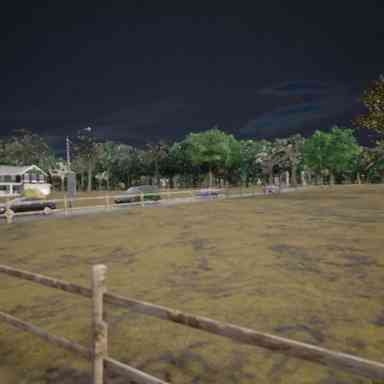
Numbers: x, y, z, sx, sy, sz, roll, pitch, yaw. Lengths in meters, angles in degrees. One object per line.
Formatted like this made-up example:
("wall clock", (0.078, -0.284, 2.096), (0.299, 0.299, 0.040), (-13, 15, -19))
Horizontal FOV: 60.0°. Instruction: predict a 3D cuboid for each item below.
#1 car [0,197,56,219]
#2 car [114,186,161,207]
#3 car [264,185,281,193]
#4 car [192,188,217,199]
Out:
("car", (-13.023, 1.171, 25.699), (1.837, 1.490, 4.892), (-3, 0, 36))
("car", (-5.799, 0.408, 35.805), (2.150, 2.045, 5.566), (-3, 1, 37))
("car", (14.025, -0.552, 58.485), (1.994, 1.385, 4.181), (-3, 1, 36))
("car", (1.731, 0.211, 46.297), (1.812, 1.442, 4.674), (-3, 0, 36))
